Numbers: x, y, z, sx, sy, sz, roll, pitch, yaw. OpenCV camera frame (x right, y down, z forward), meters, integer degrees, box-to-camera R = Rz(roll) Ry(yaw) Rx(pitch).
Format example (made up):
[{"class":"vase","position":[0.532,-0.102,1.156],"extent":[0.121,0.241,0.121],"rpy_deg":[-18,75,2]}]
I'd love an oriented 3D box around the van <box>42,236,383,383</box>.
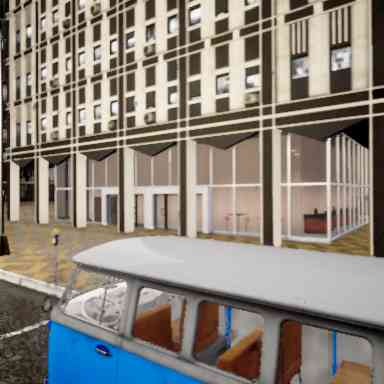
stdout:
[{"class":"van","position":[0.537,1.339,2.500],"extent":[3.998,1.788,1.690],"rpy_deg":[0,0,35]}]
